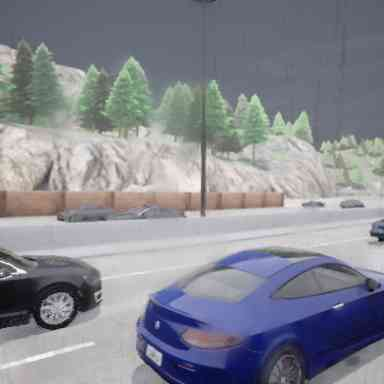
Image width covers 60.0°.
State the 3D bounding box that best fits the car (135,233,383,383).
[{"bbox_3d":[1.460,1.546,4.847,4.674,1.442,1.812,0,0,-36],"label":"car"}]

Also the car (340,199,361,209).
[{"bbox_3d":[25.435,1.883,53.252,1.994,1.385,4.181,0,0,42],"label":"car"}]

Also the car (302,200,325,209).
[{"bbox_3d":[18.708,1.841,51.300,1.895,1.301,4.718,0,0,44],"label":"car"}]

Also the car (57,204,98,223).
[{"bbox_3d":[-7.632,1.608,24.469,4.181,1.385,1.994,0,0,-36],"label":"car"}]

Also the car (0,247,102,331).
[{"bbox_3d":[-3.909,1.504,5.281,4.892,1.490,1.837,0,0,-36],"label":"car"}]

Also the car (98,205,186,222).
[{"bbox_3d":[-2.596,1.541,19.486,4.902,1.511,2.128,0,0,-37],"label":"car"}]

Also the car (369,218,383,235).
[{"bbox_3d":[10.562,1.642,15.962,5.357,1.411,2.033,0,0,-37],"label":"car"}]

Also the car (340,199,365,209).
[{"bbox_3d":[21.205,1.735,43.899,4.892,1.490,1.837,1,-1,-45],"label":"car"}]
